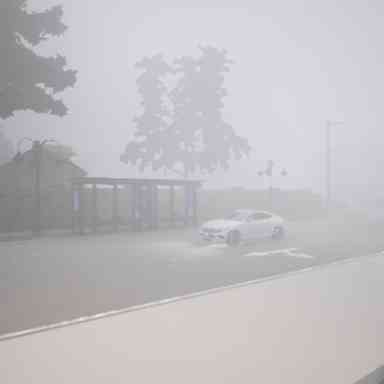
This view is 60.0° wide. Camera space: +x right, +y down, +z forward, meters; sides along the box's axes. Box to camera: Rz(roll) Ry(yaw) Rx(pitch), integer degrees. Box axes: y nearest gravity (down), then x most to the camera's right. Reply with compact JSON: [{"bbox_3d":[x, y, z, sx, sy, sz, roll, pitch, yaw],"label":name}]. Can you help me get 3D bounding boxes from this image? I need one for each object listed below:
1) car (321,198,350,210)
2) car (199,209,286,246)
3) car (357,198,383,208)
[{"bbox_3d":[18.865,1.606,45.233,2.128,1.511,4.902,0,0,-35],"label":"car"},{"bbox_3d":[2.516,1.559,15.686,4.674,1.442,1.812,0,0,-36],"label":"car"},{"bbox_3d":[27.948,1.615,50.916,1.882,1.535,5.008,0,0,-36],"label":"car"}]
